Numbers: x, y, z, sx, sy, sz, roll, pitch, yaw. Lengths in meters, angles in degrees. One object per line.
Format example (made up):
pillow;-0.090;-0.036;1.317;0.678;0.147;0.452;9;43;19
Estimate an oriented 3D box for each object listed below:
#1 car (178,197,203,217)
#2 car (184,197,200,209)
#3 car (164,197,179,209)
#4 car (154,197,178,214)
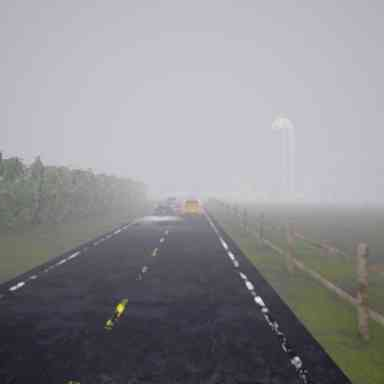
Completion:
car;0.000;1.414;30.554;1.882;1.535;5.008;0;0;0
car;0.011;1.409;44.307;2.128;1.511;4.902;0;0;0
car;-2.783;1.455;46.154;1.812;1.442;4.674;0;0;0
car;-2.761;1.531;34.284;1.895;1.301;4.718;0;0;0
